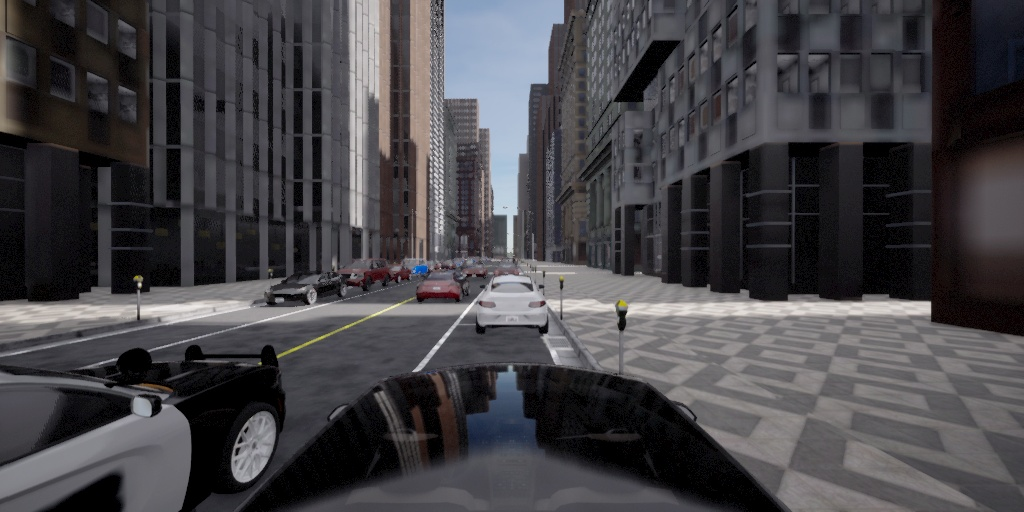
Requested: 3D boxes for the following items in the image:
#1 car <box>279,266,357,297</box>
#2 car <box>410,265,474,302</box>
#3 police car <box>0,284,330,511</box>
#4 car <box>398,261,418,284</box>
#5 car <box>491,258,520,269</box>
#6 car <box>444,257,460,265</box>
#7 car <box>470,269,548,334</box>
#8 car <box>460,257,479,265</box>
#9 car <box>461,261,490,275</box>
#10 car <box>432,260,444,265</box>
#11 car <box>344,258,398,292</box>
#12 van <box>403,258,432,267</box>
[{"bbox_3d":[-8.908,1.314,15.920,1.948,1.339,4.313,0,0,0],"label":"car"},{"bbox_3d":[-3.145,1.322,16.989,1.994,1.385,4.181,0,0,0],"label":"car"},{"bbox_3d":[-3.145,1.175,1.611,1.930,1.638,5.238,0,0,0],"label":"police car"},{"bbox_3d":[-8.908,1.293,27.194,1.888,1.381,4.507,0,0,0],"label":"car"},{"bbox_3d":[-0.383,1.188,27.203,1.967,1.591,4.097,0,0,0],"label":"car"},{"bbox_3d":[-8.908,1.188,49.741,1.967,1.591,4.097,0,0,0],"label":"car"},{"bbox_3d":[0.003,1.274,10.501,1.812,1.442,4.674,0,0,0],"label":"car"},{"bbox_3d":[-6.145,1.309,50.988,1.812,1.442,4.674,0,0,0],"label":"car"},{"bbox_3d":[-3.145,1.366,32.019,1.895,1.301,4.718,0,0,0],"label":"car"},{"bbox_3d":[-8.908,1.188,38.467,1.967,1.591,4.097,0,0,0],"label":"car"},{"bbox_3d":[-8.908,1.063,21.556,2.192,1.841,5.009,0,0,0],"label":"car"},{"bbox_3d":[-8.908,1.089,32.830,1.690,1.789,3.998,0,0,0],"label":"van"}]
